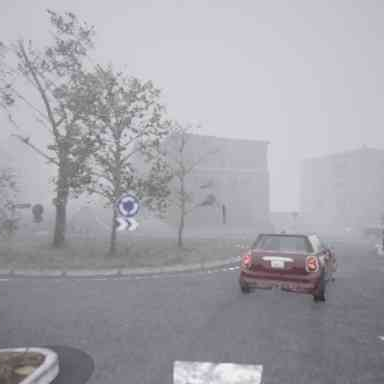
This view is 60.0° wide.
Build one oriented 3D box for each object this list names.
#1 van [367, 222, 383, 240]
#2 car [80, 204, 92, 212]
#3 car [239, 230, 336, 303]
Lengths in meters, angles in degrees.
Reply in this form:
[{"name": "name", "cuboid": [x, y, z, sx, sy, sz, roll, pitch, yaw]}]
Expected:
[{"name": "van", "cuboid": [21.874, 4.447, 37.325, 1.878, 1.987, 4.442, 6, -6, -27]}, {"name": "car", "cuboid": [-21.088, 3.177, 66.507, 1.837, 1.490, 4.892, 1, 2, -11]}, {"name": "car", "cuboid": [3.039, 1.923, 9.964, 2.097, 1.767, 4.553, -2, -5, 27]}]
